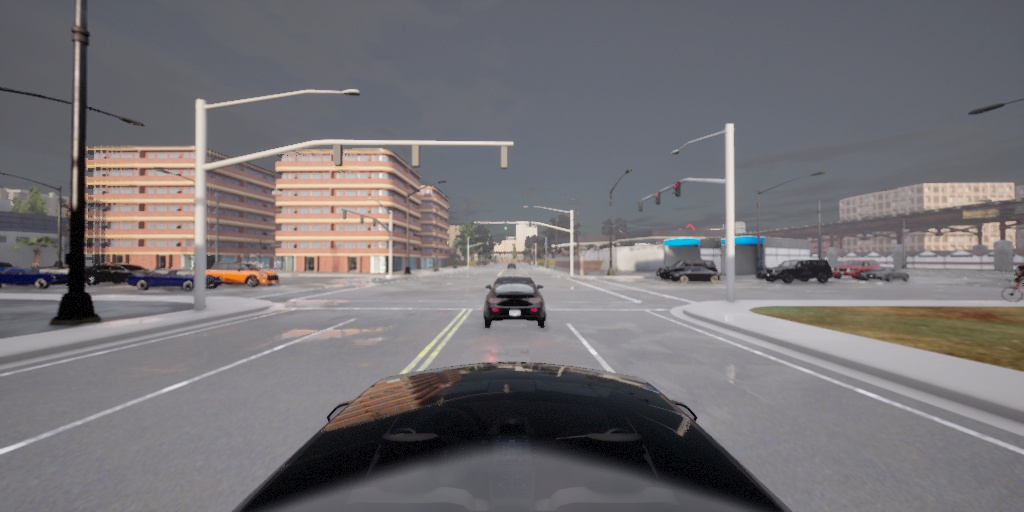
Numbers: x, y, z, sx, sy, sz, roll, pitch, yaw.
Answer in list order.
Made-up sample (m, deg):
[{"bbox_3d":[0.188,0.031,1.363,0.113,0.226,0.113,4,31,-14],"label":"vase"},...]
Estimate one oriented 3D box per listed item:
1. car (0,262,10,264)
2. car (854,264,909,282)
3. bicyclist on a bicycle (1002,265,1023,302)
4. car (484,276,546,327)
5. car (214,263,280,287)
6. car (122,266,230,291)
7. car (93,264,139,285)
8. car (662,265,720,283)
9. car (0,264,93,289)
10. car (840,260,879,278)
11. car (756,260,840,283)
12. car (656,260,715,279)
[{"bbox_3d":[-38.162,1.134,26.331,5.008,1.535,1.882,1,-1,1],"label":"car"},{"bbox_3d":[35.261,1.719,33.952,4.181,1.385,1.994,0,-1,-18],"label":"car"},{"bbox_3d":[21.916,1.220,15.241,0.582,1.620,1.656,0,-1,0],"label":"bicyclist on a bicycle"},{"bbox_3d":[0.080,1.406,12.029,1.812,1.442,4.674,0,-1,0],"label":"car"},{"bbox_3d":[-19.453,1.294,25.967,4.553,1.767,2.097,1,-1,1],"label":"car"},{"bbox_3d":[-20.953,1.484,22.496,4.718,1.301,1.895,1,-1,2],"label":"car"},{"bbox_3d":[-28.229,1.331,26.134,4.892,1.490,1.837,1,-1,1],"label":"car"},{"bbox_3d":[16.112,1.694,31.890,4.181,1.385,1.994,0,-1,0],"label":"car"},{"bbox_3d":[-30.068,1.355,22.667,4.718,1.301,1.895,1,-1,1],"label":"car"},{"bbox_3d":[36.641,1.428,38.050,5.566,2.045,2.150,0,-1,-22],"label":"car"},{"bbox_3d":[25.466,1.352,32.021,5.566,2.045,2.150,0,-1,-5],"label":"car"},{"bbox_3d":[17.202,1.395,35.328,5.566,2.045,2.150,0,-1,1],"label":"car"}]
